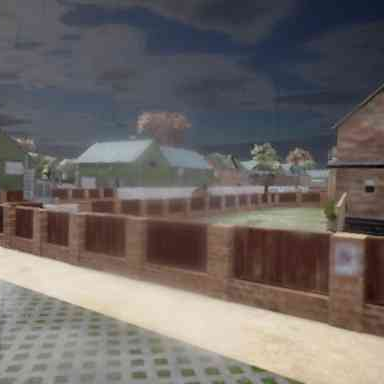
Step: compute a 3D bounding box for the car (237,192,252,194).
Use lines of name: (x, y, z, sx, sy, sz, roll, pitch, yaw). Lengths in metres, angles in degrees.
car: (7.220, 0.633, 44.128, 1.895, 1.301, 4.718, 3, 3, 36)

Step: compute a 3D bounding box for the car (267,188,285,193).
car: (13.590, 0.181, 53.223, 2.097, 1.767, 4.553, 3, 3, 35)

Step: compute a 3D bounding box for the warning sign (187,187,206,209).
warning sign: (0.427, 0.529, 30.183, 1.300, 1.860, 1.060, 2, 1, 35)
